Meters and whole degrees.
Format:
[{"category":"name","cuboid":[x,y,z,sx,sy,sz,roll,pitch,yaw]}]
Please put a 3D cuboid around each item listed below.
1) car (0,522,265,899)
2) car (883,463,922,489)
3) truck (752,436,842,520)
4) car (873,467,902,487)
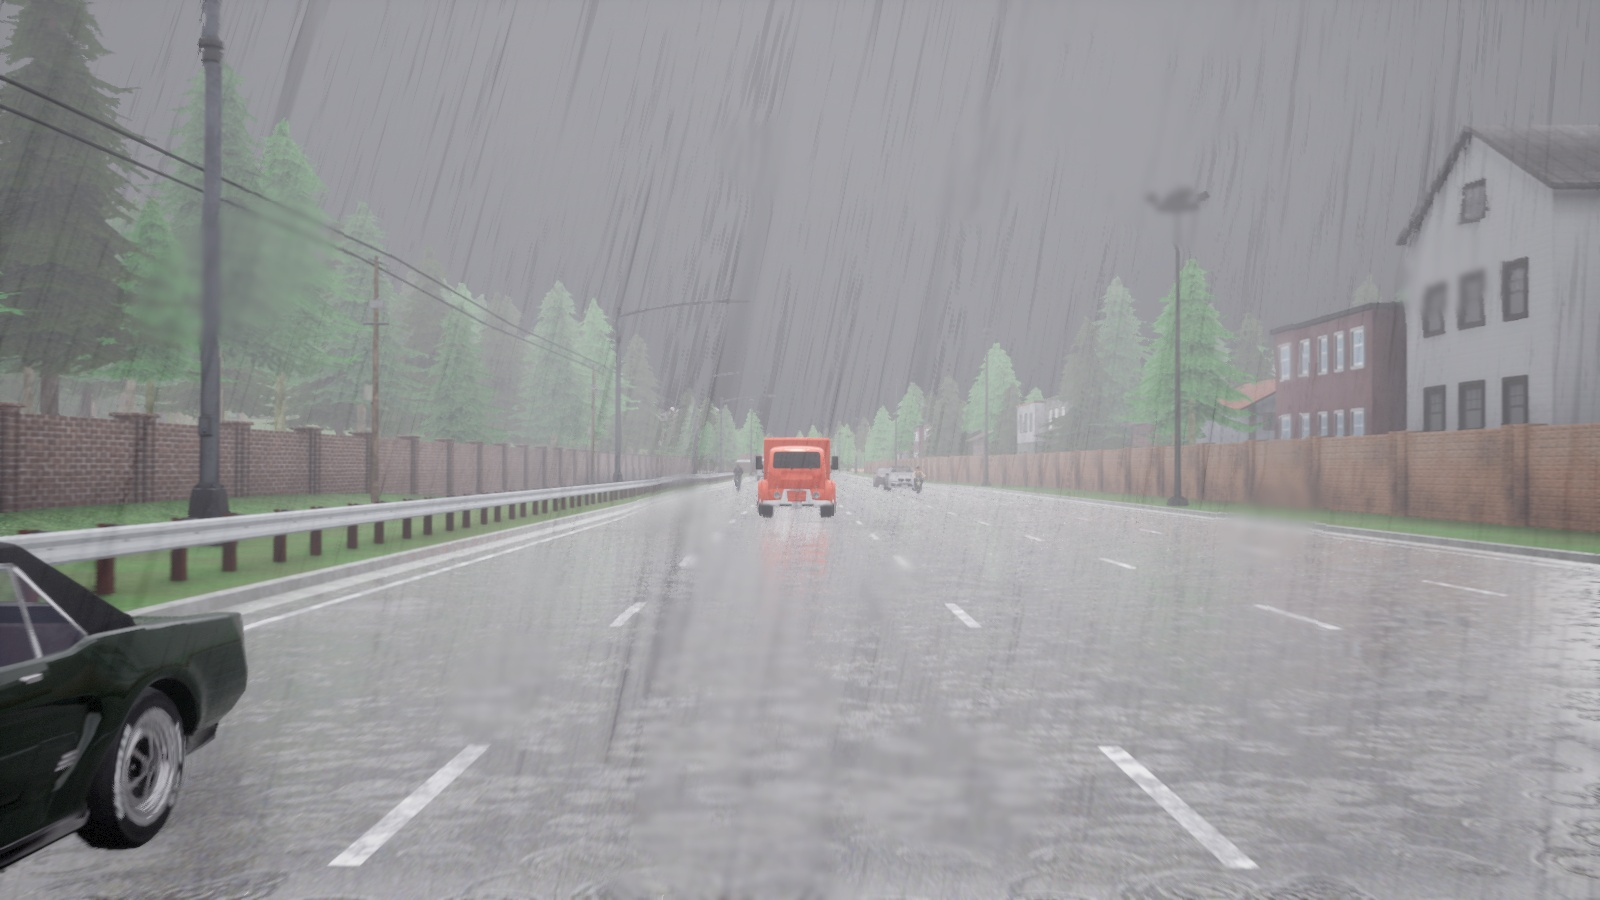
[{"category":"car","cuboid":[-3.514,0.974,3.762,1.895,1.301,4.718,0,-1,-1]},{"category":"car","cuboid":[6.802,1.748,83.793,2.242,1.667,4.611,0,-1,0]},{"category":"truck","cuboid":[-0.096,0.852,39.602,2.627,2.467,5.204,0,-1,0]},{"category":"car","cuboid":[6.768,2.069,97.882,1.882,1.535,5.008,0,-1,0]}]
